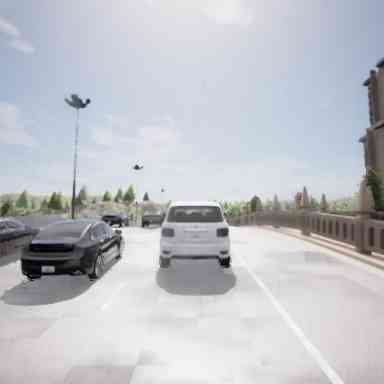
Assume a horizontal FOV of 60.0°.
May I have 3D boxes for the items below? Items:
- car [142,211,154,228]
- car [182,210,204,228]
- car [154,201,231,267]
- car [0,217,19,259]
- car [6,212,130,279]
[{"bbox_3d":[-3.423,2.492,30.454,2.128,1.511,4.902,0,-5,0],"label":"car"},{"bbox_3d":[0.078,2.494,30.341,1.837,1.490,4.892,0,-5,0],"label":"car"},{"bbox_3d":[0.091,1.340,11.950,2.150,2.045,5.566,0,-1,0],"label":"car"},{"bbox_3d":[-6.909,1.603,11.391,2.128,1.511,4.902,0,-1,0],"label":"car"},{"bbox_3d":[-3.408,1.604,10.302,1.837,1.490,4.892,0,0,0],"label":"car"}]
